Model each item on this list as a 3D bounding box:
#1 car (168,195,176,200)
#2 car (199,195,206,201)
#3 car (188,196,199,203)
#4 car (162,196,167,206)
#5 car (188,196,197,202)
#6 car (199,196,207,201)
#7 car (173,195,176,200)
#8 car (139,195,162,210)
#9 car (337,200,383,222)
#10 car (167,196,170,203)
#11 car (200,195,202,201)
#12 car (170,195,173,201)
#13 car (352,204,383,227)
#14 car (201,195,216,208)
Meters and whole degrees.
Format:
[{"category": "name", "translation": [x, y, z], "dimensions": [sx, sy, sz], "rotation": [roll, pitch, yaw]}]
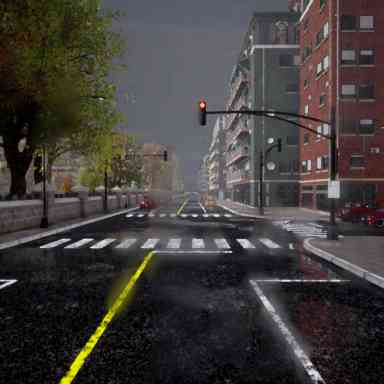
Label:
[{"category": "car", "translation": [-5.604, 1.580, 93.565], "dimensions": [1.752, 1.417, 4.829], "rotation": [0, 0, 0]}, {"category": "car", "translation": [2.772, 1.593, 88.193], "dimensions": [1.887, 1.381, 4.507], "rotation": [0, 0, 0]}, {"category": "car", "translation": [0.070, 1.577, 69.224], "dimensions": [2.033, 1.411, 5.357], "rotation": [0, 0, 0]}, {"category": "car", "translation": [-5.640, 1.457, 54.989], "dimensions": [1.967, 1.590, 4.097], "rotation": [0, 0, 0]}, {"category": "car", "translation": [0.078, 1.591, 79.635], "dimensions": [1.994, 1.385, 4.181], "rotation": [0, 0, 0]}, {"category": "car", "translation": [2.767, 1.587, 82.658], "dimensions": [1.887, 1.381, 4.507], "rotation": [0, 0, 0]}, {"category": "car", "translation": [-5.613, 1.624, 82.665], "dimensions": [1.802, 1.307, 4.206], "rotation": [0, 0, 0]}, {"category": "car", "translation": [-5.651, 1.324, 43.918], "dimensions": [2.192, 1.841, 5.009], "rotation": [0, 0, 0]}, {"category": "car", "translation": [14.643, 1.591, 27.327], "dimensions": [5.009, 1.841, 2.192], "rotation": [1, -1, 0]}, {"category": "car", "translation": [-5.635, 1.566, 60.524], "dimensions": [1.887, 1.381, 4.507], "rotation": [0, 0, 0]}, {"category": "car", "translation": [2.741, 1.562, 54.981], "dimensions": [1.887, 1.381, 4.507], "rotation": [0, 0, 0]}, {"category": "car", "translation": [-5.624, 1.613, 71.594], "dimensions": [1.802, 1.307, 4.206], "rotation": [0, 0, 0]}, {"category": "car", "translation": [14.688, 1.851, 24.722], "dimensions": [4.181, 1.385, 1.994], "rotation": [1, 0, 0]}, {"category": "car", "translation": [2.736, 1.538, 49.616], "dimensions": [1.752, 1.417, 4.829], "rotation": [0, 0, 0]}]
